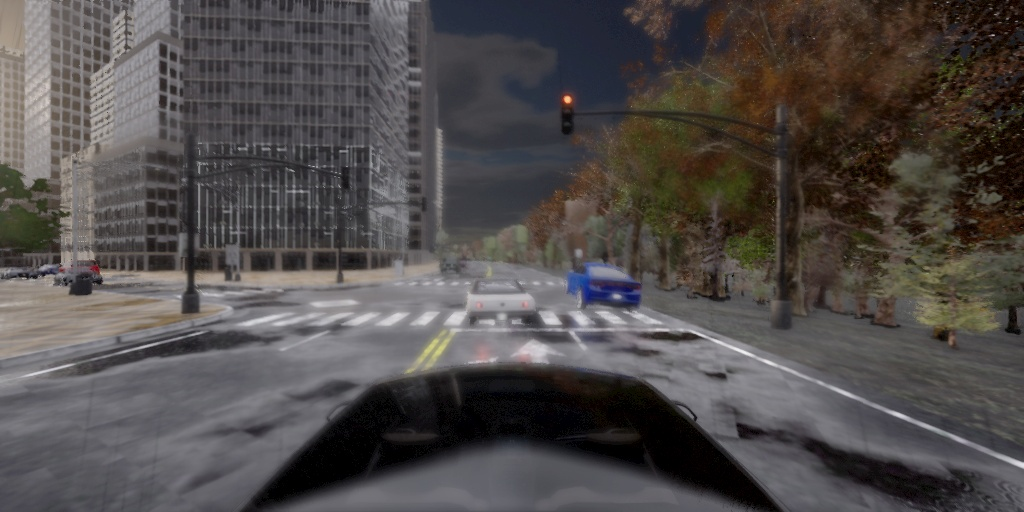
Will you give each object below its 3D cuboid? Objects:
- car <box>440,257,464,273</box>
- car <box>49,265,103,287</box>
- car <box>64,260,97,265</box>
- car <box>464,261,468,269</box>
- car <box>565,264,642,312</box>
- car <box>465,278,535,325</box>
[{"bbox_3d":[-7.787,1.113,45.631,2.150,2.045,5.566,0,0,-3],"label":"car"},{"bbox_3d":[-35.107,1.680,29.036,4.181,1.385,1.994,-1,0,28],"label":"car"},{"bbox_3d":[-47.214,1.491,39.080,5.566,2.045,2.150,-1,0,29],"label":"car"},{"bbox_3d":[-8.714,1.553,62.349,1.895,1.301,4.718,0,0,-3],"label":"car"},{"bbox_3d":[3.259,1.046,13.532,1.882,1.535,5.008,6,2,0],"label":"car"},{"bbox_3d":[-0.599,1.381,12.054,1.895,1.301,4.718,0,0,-9],"label":"car"}]
